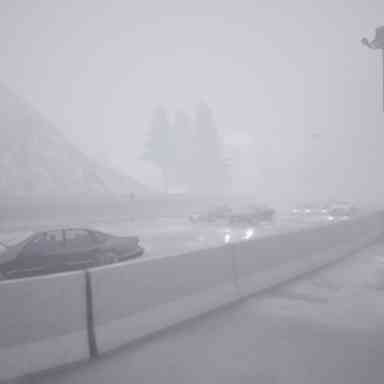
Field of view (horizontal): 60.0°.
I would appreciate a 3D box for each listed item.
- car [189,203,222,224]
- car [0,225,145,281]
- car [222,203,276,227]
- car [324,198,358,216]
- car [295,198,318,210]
[{"bbox_3d":[1.693,1.672,26.535,2.128,1.511,4.902,-1,-1,37],"label":"car"},{"bbox_3d":[-4.040,1.706,9.626,5.357,1.411,2.033,-1,0,-38],"label":"car"},{"bbox_3d":[4.493,1.588,24.440,1.882,1.535,5.008,-1,-1,37],"label":"car"},{"bbox_3d":[14.655,1.502,32.145,1.812,1.442,4.674,-1,-1,37],"label":"car"},{"bbox_3d":[15.507,1.585,44.863,1.812,1.442,4.674,-1,-1,37],"label":"car"}]
